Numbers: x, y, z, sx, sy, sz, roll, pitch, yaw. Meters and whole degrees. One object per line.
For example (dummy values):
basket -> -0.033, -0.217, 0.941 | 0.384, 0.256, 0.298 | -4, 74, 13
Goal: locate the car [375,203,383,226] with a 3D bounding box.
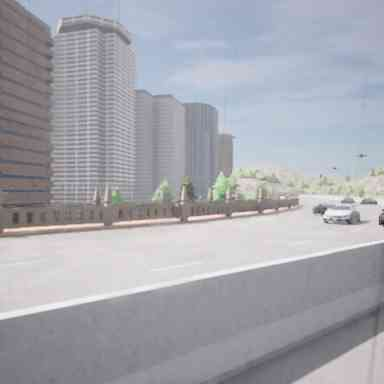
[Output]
car -> 14.537, 1.654, 23.439 | 1.994, 1.385, 4.181 | 0, 0, 38

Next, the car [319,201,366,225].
car -> 11.467, 1.626, 25.189 | 1.812, 1.442, 4.674 | 0, 0, 38

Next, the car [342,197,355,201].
car -> 29.442, 1.748, 62.541 | 1.812, 1.442, 4.674 | 0, 0, 15

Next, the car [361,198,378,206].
car -> 32.830, 1.756, 61.664 | 2.033, 1.411, 5.357 | 0, 0, 15

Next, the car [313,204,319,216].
car -> 13.924, 1.740, 34.546 | 1.895, 1.301, 4.718 | 0, 0, 32
